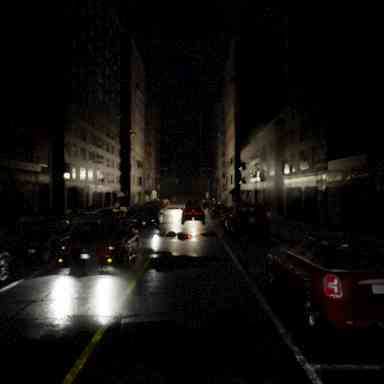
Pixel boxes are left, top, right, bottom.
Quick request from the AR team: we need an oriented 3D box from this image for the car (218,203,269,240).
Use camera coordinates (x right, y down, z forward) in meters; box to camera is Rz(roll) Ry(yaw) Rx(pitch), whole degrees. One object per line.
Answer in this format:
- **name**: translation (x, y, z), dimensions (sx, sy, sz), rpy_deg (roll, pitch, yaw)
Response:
- **car**: translation (2.850, 1.495, 18.009), dimensions (2.192, 1.841, 5.009), rpy_deg (-1, -1, 0)

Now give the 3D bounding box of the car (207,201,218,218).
- **car**: translation (2.855, 1.912, 34.593), dimensions (1.947, 1.339, 4.313), rpy_deg (-1, -1, 0)

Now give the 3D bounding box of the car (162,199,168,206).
- **car**: translation (-5.668, 2.110, 56.703), dimensions (1.887, 1.381, 4.507), rpy_deg (-1, -1, 0)

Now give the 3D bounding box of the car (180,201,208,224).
- **car**: translation (0.096, 1.781, 27.420), dimensions (1.837, 1.490, 4.892), rpy_deg (0, 0, 0)

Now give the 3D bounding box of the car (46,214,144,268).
- **car**: translation (-3.067, 1.680, 11.556), dimensions (1.994, 1.385, 4.181), rpy_deg (0, -1, 0)

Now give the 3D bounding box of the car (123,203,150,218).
- **car**: translation (-5.671, 1.897, 34.581), dimensions (2.008, 1.369, 4.403), rpy_deg (-1, -1, 0)

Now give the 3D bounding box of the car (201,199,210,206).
- **car**: translation (2.860, 2.309, 73.296), dimensions (1.802, 1.307, 4.206), rpy_deg (-1, -1, 0)

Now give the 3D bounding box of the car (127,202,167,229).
- **car**: translation (-3.072, 1.739, 23.737), dimensions (1.837, 1.490, 4.892), rpy_deg (0, 0, 0)

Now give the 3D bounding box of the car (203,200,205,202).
- **car**: translation (2.857, 2.110, 56.710), dimensions (1.887, 1.381, 4.507), rpy_deg (-1, -1, 0)

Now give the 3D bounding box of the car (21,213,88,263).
- **car**: translation (-5.674, 1.690, 12.459), dimensions (1.947, 1.339, 4.313), rpy_deg (-1, -1, 0)

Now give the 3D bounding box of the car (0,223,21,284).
- **car**: translation (-5.676, 1.510, 6.930), dimensions (1.967, 1.590, 4.097), rpy_deg (-1, -1, 0)

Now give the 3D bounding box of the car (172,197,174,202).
- **car**: translation (-5.666, 2.293, 73.294), dimensions (1.947, 1.339, 4.313), rpy_deg (-1, -1, 0)

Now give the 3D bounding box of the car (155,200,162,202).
- **car**: translation (-5.669, 2.022, 45.642), dimensions (1.947, 1.339, 4.313), rpy_deg (-1, -1, 0)

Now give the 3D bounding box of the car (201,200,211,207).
- **car**: translation (2.859, 2.239, 67.768), dimensions (1.947, 1.339, 4.313), rpy_deg (-1, -1, 0)

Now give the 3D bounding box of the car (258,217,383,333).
- **car**: translation (2.849, 1.510, 6.950), dimensions (1.967, 1.590, 4.097), rpy_deg (-1, -1, 0)

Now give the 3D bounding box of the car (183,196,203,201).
- **car**: translation (0.103, 1.809, 45.588), dimensions (2.097, 1.767, 4.553), rpy_deg (0, 0, 0)

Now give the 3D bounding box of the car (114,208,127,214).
- **car**: translation (-5.672, 1.801, 23.520), dimensions (1.947, 1.339, 4.313), rpy_deg (-1, -1, 0)

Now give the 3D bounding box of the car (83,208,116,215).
- **car**: translation (-5.673, 1.762, 17.989), dimensions (1.802, 1.307, 4.206), rpy_deg (-1, -1, 0)

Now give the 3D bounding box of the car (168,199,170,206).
- **car**: translation (-5.667, 2.170, 62.233), dimensions (2.008, 1.369, 4.403), rpy_deg (-1, -1, 0)

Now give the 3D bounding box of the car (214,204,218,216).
- **car**: translation (2.853, 1.801, 23.535), dimensions (1.947, 1.339, 4.313), rpy_deg (-1, -1, 0)

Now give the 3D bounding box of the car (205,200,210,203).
- **car**: translation (2.855, 1.928, 40.293), dimensions (1.752, 1.417, 4.829), rpy_deg (-1, -1, 0)

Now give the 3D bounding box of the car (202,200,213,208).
- **car**: translation (2.858, 2.170, 62.239), dimensions (2.008, 1.369, 4.403), rpy_deg (-1, -1, 0)
